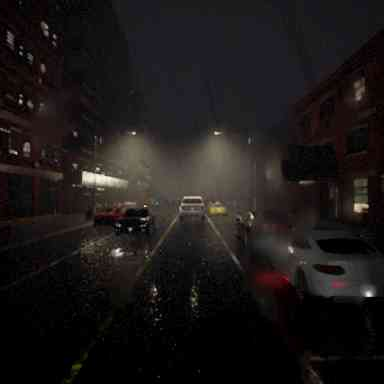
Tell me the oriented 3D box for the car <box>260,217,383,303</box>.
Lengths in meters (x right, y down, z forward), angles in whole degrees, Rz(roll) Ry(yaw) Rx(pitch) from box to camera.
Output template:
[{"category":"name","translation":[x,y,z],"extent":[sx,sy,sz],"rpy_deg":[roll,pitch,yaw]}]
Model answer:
[{"category":"car","translation":[3.148,1.583,8.242],"extent":[1.812,1.442,4.674],"rpy_deg":[0,0,0]}]

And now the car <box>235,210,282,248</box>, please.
[{"category":"car","translation":[3.145,1.611,15.243],"extent":[1.837,1.490,4.892],"rpy_deg":[0,0,0]}]

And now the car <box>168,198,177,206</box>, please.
[{"category":"car","translation":[-3.003,1.995,64.219],"extent":[2.128,1.511,4.902],"rpy_deg":[0,0,0]}]

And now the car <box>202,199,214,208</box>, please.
[{"category":"car","translation":[2.688,1.951,57.159],"extent":[1.752,1.417,4.829],"rpy_deg":[0,0,0]}]

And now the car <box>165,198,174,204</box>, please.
[{"category":"car","translation":[-5.694,2.229,84.685],"extent":[1.947,1.339,4.313],"rpy_deg":[0,0,0]}]

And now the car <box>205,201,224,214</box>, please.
[{"category":"car","translation":[2.689,1.842,40.372],"extent":[2.008,1.369,4.403],"rpy_deg":[0,0,0]}]

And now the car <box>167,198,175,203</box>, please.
[{"category":"car","translation":[-5.695,2.263,90.223],"extent":[2.008,1.369,4.403],"rpy_deg":[0,-1,0]}]

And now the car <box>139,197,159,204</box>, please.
[{"category":"car","translation":[-5.691,1.607,40.373],"extent":[2.192,1.841,5.009],"rpy_deg":[0,0,0]}]

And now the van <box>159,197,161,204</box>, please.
[{"category":"van","translation":[-5.691,1.676,45.913],"extent":[1.690,1.788,3.998],"rpy_deg":[0,0,0]}]

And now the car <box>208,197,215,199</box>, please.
[{"category":"car","translation":[2.689,1.694,51.451],"extent":[2.192,1.841,5.009],"rpy_deg":[0,0,0]}]

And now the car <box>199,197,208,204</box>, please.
[{"category":"car","translation":[2.687,2.055,79.147],"extent":[1.967,1.590,4.097],"rpy_deg":[0,0,0]}]

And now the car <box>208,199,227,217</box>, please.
[{"category":"car","translation":[2.690,1.776,35.003],"extent":[1.752,1.417,4.829],"rpy_deg":[0,0,0]}]

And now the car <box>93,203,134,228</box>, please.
[{"category":"car","translation":[-5.690,1.713,23.754],"extent":[1.887,1.381,4.507],"rpy_deg":[0,0,0]}]

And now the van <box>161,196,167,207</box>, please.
[{"category":"van","translation":[-5.692,1.766,56.990],"extent":[1.690,1.788,3.998],"rpy_deg":[0,0,0]}]

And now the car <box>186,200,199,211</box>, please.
[{"category":"car","translation":[0.068,1.867,46.663],"extent":[1.812,1.442,4.674],"rpy_deg":[0,-1,0]}]

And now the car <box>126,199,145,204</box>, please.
[{"category":"car","translation":[-5.690,1.648,29.293],"extent":[1.967,1.590,4.097],"rpy_deg":[0,0,0]}]

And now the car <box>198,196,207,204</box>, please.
[{"category":"car","translation":[2.687,1.978,84.688],"extent":[2.192,1.841,5.009],"rpy_deg":[0,-1,0]}]

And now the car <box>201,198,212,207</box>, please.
[{"category":"car","translation":[2.688,1.912,62.529],"extent":[1.967,1.590,4.097],"rpy_deg":[0,0,0]}]

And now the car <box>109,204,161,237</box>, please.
[{"category":"car","translation":[-3.101,1.639,19.135],"extent":[1.837,1.490,4.892],"rpy_deg":[0,0,0]}]

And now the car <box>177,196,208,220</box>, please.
[{"category":"car","translation":[0.056,1.440,30.149],"extent":[2.150,2.045,5.566],"rpy_deg":[0,0,0]}]
